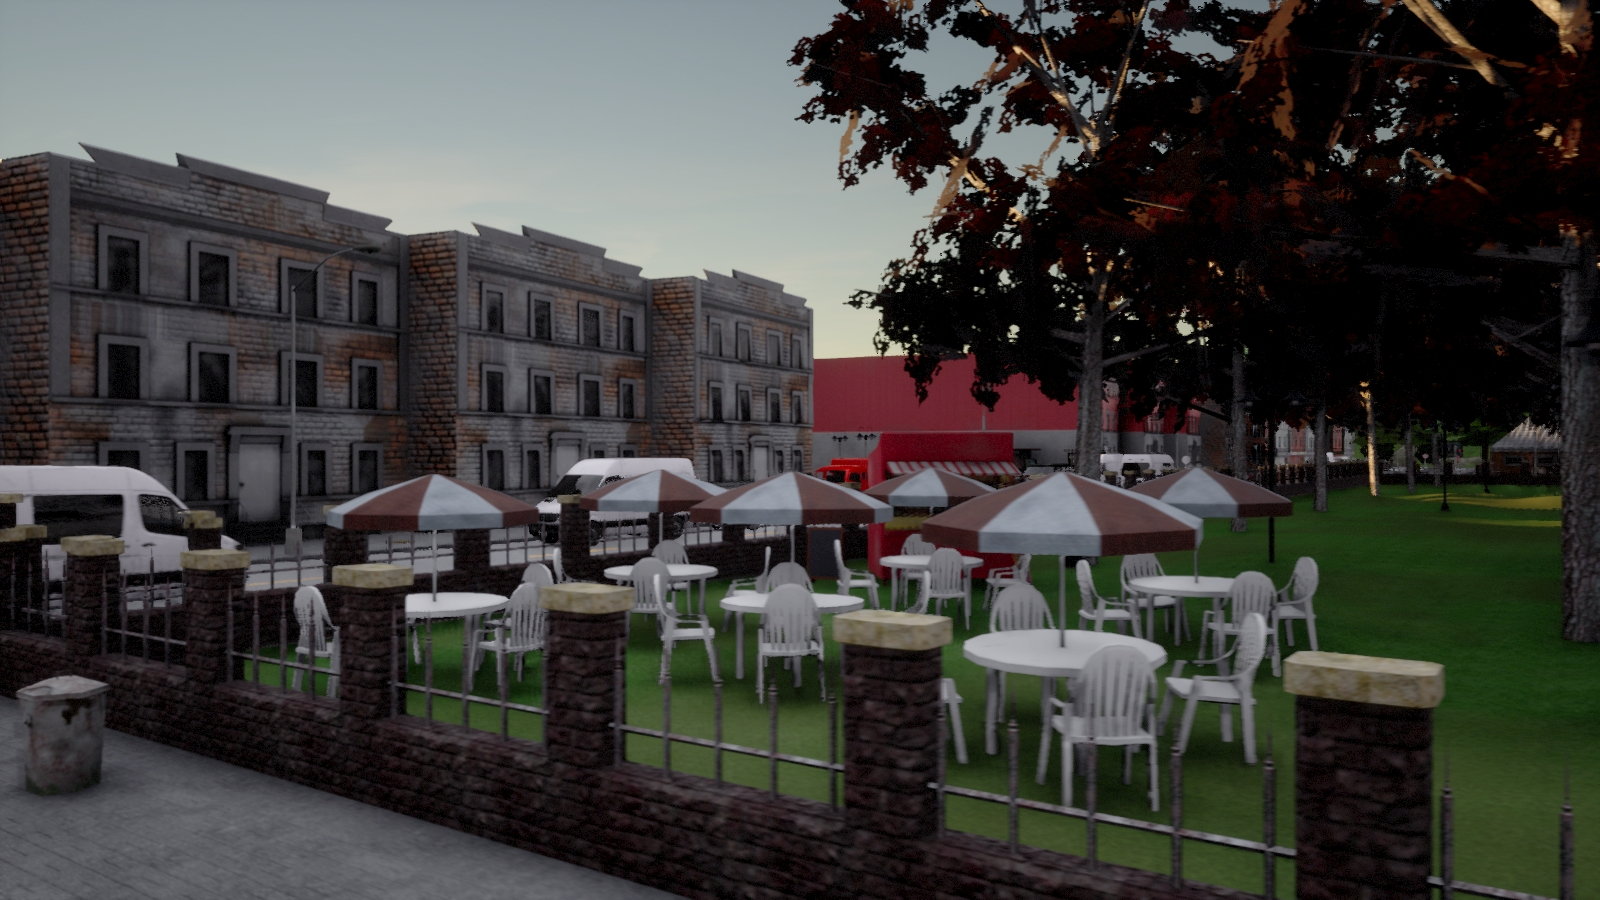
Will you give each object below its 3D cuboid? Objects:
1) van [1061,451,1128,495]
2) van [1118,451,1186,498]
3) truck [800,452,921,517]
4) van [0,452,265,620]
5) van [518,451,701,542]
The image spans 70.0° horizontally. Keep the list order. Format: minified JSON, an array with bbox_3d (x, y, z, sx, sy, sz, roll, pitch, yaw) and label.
[{"bbox_3d":[17.813,1.314,68.965,1.988,2.561,5.915,0,0,35],"label":"van"},{"bbox_3d":[20.165,1.314,65.352,1.988,2.561,5.915,0,0,35],"label":"van"},{"bbox_3d":[2.558,1.345,47.147,2.627,2.467,5.204,0,0,35],"label":"truck"},{"bbox_3d":[-12.299,1.313,19.176,1.988,2.561,5.915,0,0,30],"label":"van"},{"bbox_3d":[-5.737,1.315,35.293,1.988,2.561,5.915,0,0,35],"label":"van"}]
